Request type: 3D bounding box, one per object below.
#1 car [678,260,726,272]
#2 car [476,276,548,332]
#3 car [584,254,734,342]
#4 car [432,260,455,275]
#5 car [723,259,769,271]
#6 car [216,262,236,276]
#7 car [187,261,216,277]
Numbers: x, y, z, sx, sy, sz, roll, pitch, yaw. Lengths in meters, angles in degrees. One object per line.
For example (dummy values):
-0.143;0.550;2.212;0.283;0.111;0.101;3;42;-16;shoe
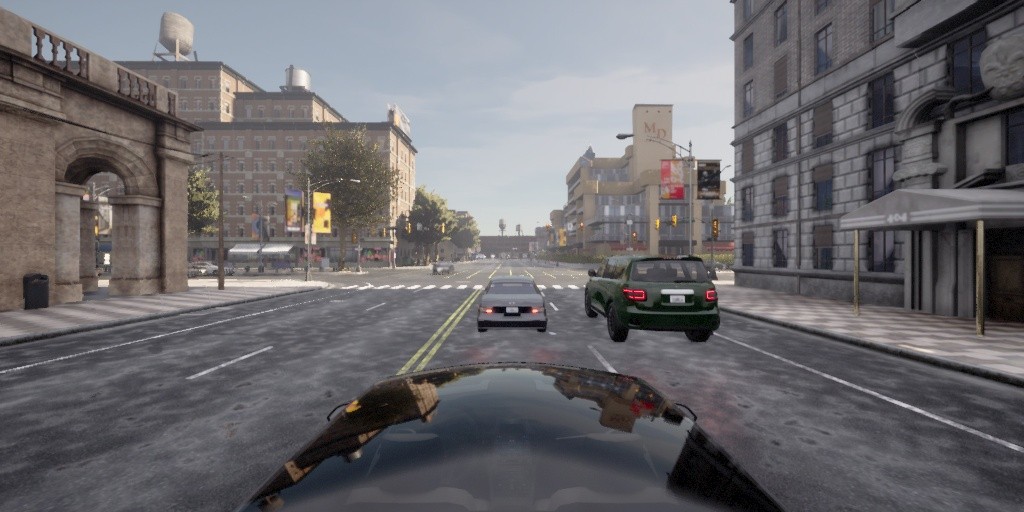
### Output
23.689;1.250;44.809;4.892;1.490;1.837;-1;0;0;car
-0.002;1.297;10.816;2.033;1.411;5.357;0;0;0;car
3.467;0.971;9.970;2.150;2.045;5.566;0;0;2;car
-7.360;1.232;38.813;2.128;1.511;4.902;0;0;-1;car
31.446;1.224;48.320;5.008;1.535;1.882;0;0;0;car
-30.750;1.273;36.359;4.674;1.442;1.812;0;0;0;car
-30.746;1.239;32.859;4.902;1.511;2.128;0;0;0;car
